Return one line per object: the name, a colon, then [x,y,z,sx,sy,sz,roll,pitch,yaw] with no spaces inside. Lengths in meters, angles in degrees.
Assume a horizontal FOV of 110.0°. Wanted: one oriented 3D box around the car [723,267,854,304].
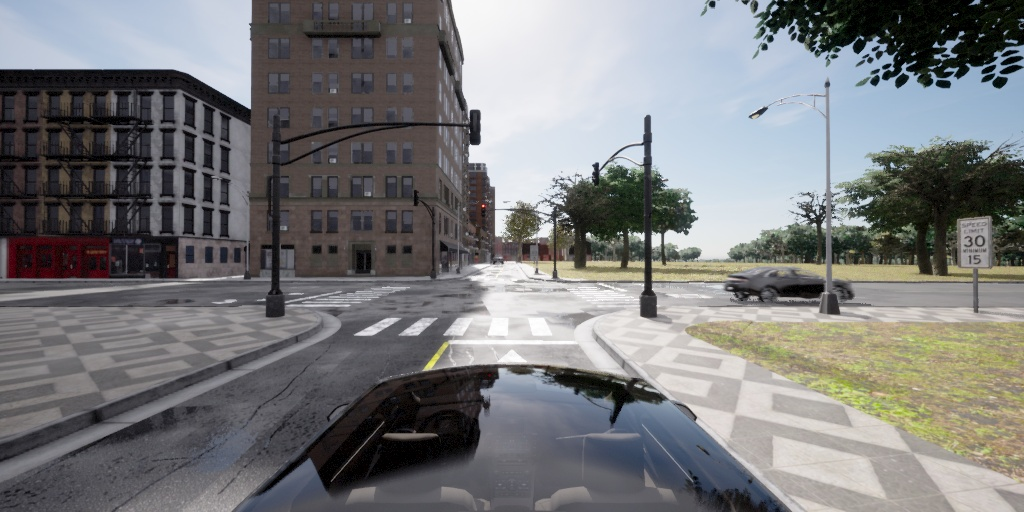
car: [11.830,1.209,15.457,4.902,1.511,2.128,0,-1,0]
